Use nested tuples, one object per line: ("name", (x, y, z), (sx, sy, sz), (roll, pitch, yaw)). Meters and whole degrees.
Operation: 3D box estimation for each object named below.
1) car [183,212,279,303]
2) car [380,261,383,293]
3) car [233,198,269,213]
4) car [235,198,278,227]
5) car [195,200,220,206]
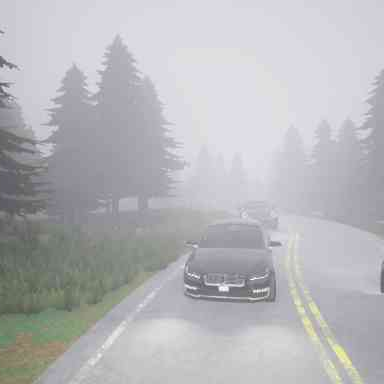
("car", (1.100, 1.496, 8.421), (1.837, 1.490, 4.892), (-1, 0, 13))
("car", (4.498, 1.308, 4.647), (2.097, 1.767, 4.553), (-1, 0, 8))
("car", (6.239, 1.410, 35.738), (1.837, 1.490, 4.892), (2, -1, -15))
("car", (3.897, 1.270, 20.374), (2.097, 1.767, 4.553), (-1, 0, 5))
("car", (1.965, 1.798, 44.867), (1.812, 1.442, 4.674), (3, -5, -35))
